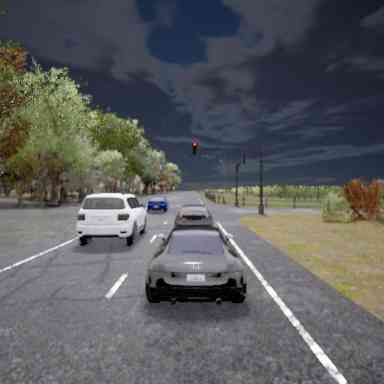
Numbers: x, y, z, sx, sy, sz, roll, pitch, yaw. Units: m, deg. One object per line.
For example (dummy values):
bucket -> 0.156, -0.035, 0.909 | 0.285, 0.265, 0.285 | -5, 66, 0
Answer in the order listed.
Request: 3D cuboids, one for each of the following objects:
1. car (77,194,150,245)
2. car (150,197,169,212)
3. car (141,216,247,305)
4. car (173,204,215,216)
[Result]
car -> -3.410, 1.106, 15.012 | 2.150, 2.045, 5.566 | 0, 0, -1
car -> -3.428, 1.218, 34.186 | 1.882, 1.535, 5.008 | 0, 1, 0
car -> 0.087, 1.503, 8.005 | 1.994, 1.385, 4.181 | 0, 0, 0
car -> 0.087, 1.377, 16.919 | 1.837, 1.490, 4.892 | 0, 0, 0
